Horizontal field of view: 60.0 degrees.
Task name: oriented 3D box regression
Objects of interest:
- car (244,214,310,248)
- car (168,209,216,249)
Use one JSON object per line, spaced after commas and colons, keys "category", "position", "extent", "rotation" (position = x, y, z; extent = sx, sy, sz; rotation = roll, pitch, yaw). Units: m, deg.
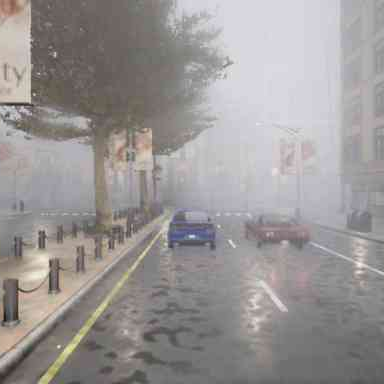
{"category": "car", "position": [3.500, 1.615, 14.680], "extent": [1.895, 1.301, 4.718], "rotation": [0, 0, 0]}
{"category": "car", "position": [0.000, 1.484, 14.650], "extent": [1.882, 1.535, 5.008], "rotation": [0, 0, 0]}
